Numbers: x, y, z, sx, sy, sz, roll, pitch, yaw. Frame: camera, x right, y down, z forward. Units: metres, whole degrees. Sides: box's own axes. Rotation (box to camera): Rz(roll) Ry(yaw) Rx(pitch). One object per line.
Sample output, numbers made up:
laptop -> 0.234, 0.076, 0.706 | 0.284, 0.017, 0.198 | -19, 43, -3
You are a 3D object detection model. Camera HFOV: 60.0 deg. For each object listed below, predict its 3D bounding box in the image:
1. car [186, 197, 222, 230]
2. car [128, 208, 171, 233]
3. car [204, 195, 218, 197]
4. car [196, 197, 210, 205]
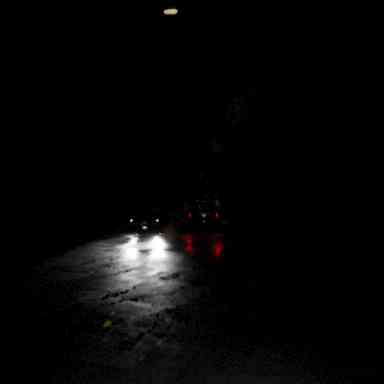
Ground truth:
car -> 0.805, 1.409, 21.507 | 2.097, 1.767, 4.553 | 0, 0, 3
car -> -2.476, 1.647, 20.316 | 1.895, 1.301, 4.718 | 0, 0, 3
car -> 2.373, 1.367, 40.491 | 2.150, 2.045, 5.566 | 0, 0, 6
car -> 2.080, 1.604, 61.707 | 1.895, 1.301, 4.718 | 0, 0, 9
